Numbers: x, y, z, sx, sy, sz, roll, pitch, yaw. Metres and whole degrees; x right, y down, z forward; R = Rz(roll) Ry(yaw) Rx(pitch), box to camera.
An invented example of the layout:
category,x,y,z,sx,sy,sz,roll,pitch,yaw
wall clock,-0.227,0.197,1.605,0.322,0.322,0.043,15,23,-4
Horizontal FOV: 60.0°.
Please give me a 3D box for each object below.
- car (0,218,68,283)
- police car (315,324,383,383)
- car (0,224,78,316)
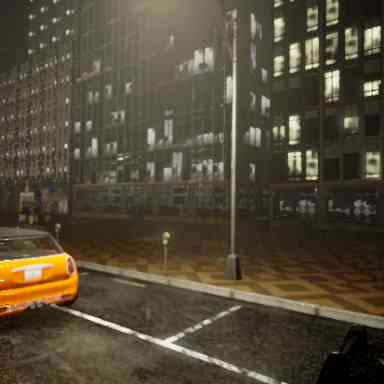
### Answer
category,x,y,z,sx,sy,sz,roll,pitch,yaw
car,-6.285,1.781,11.251,4.097,1.590,1.967,-1,-2,37
police car,3.405,1.528,1.726,5.238,1.638,1.930,-1,-2,37
car,-4.590,1.581,7.573,4.553,1.767,2.097,-1,-3,40
